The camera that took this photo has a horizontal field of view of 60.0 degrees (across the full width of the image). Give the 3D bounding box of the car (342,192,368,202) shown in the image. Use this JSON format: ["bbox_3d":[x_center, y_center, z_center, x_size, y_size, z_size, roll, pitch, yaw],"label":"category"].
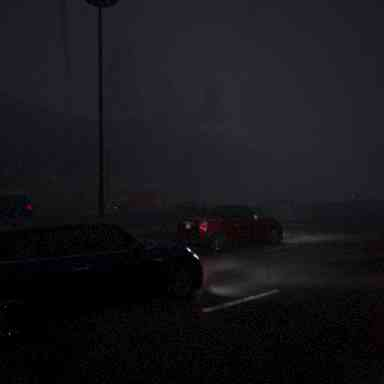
[{"bbox_3d":[28.309,0.828,57.815,4.553,1.767,2.097,-1,0,-34],"label":"car"}]

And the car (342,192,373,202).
[{"bbox_3d":[22.763,1.131,45.667,5.357,1.411,2.033,-1,0,-34],"label":"car"}]

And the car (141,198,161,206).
[{"bbox_3d":[-0.755,1.420,24.948,5.357,1.411,2.033,-1,0,-35],"label":"car"}]

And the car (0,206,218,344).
[{"bbox_3d":[-1.963,1.332,6.645,4.553,1.767,2.097,-1,0,-36],"label":"car"}]

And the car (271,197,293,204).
[{"bbox_3d":[10.344,1.301,41.396,4.718,1.301,1.895,-1,0,-35],"label":"car"}]

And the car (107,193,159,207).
[{"bbox_3d":[-5.852,1.084,34.204,5.566,2.045,2.150,0,0,-35],"label":"car"}]

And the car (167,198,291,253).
[{"bbox_3d":[1.599,1.268,13.484,4.553,1.767,2.097,-1,0,-35],"label":"car"}]

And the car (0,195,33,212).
[{"bbox_3d":[-12.865,1.211,20.612,5.566,2.045,2.150,0,0,-36],"label":"car"}]
